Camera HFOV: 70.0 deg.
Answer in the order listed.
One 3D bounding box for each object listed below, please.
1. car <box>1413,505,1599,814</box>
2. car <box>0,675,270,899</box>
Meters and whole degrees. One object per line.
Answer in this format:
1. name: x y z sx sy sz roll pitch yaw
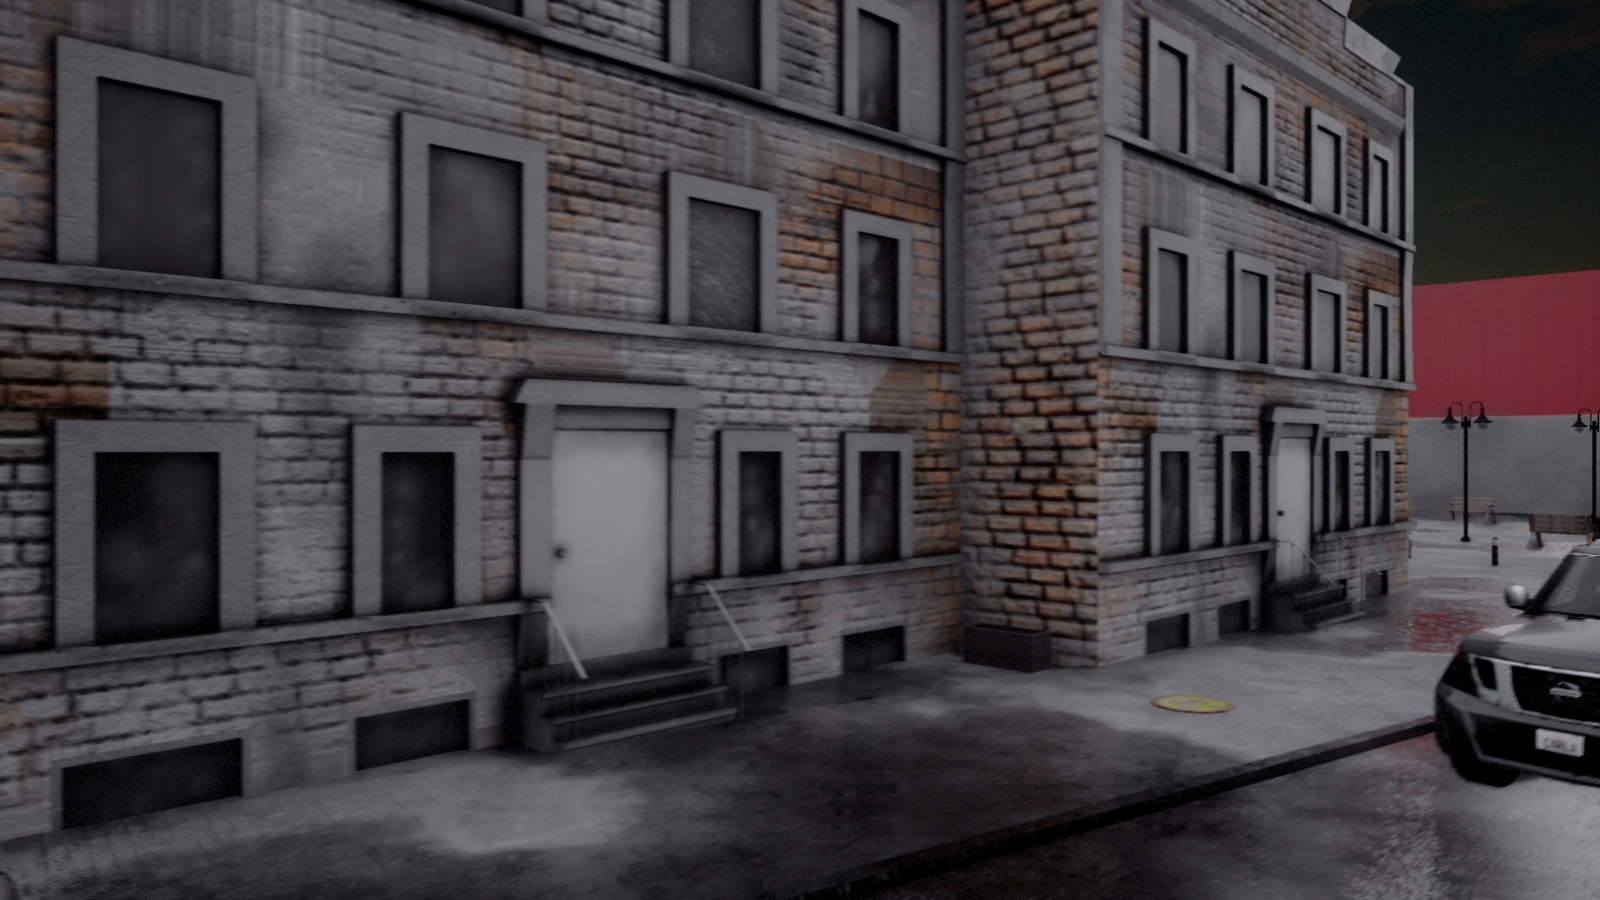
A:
1. car: 7.789 1.562 9.861 5.566 2.045 2.150 0 0 -35
2. car: -3.559 1.686 1.901 4.553 1.767 2.097 0 0 -35
